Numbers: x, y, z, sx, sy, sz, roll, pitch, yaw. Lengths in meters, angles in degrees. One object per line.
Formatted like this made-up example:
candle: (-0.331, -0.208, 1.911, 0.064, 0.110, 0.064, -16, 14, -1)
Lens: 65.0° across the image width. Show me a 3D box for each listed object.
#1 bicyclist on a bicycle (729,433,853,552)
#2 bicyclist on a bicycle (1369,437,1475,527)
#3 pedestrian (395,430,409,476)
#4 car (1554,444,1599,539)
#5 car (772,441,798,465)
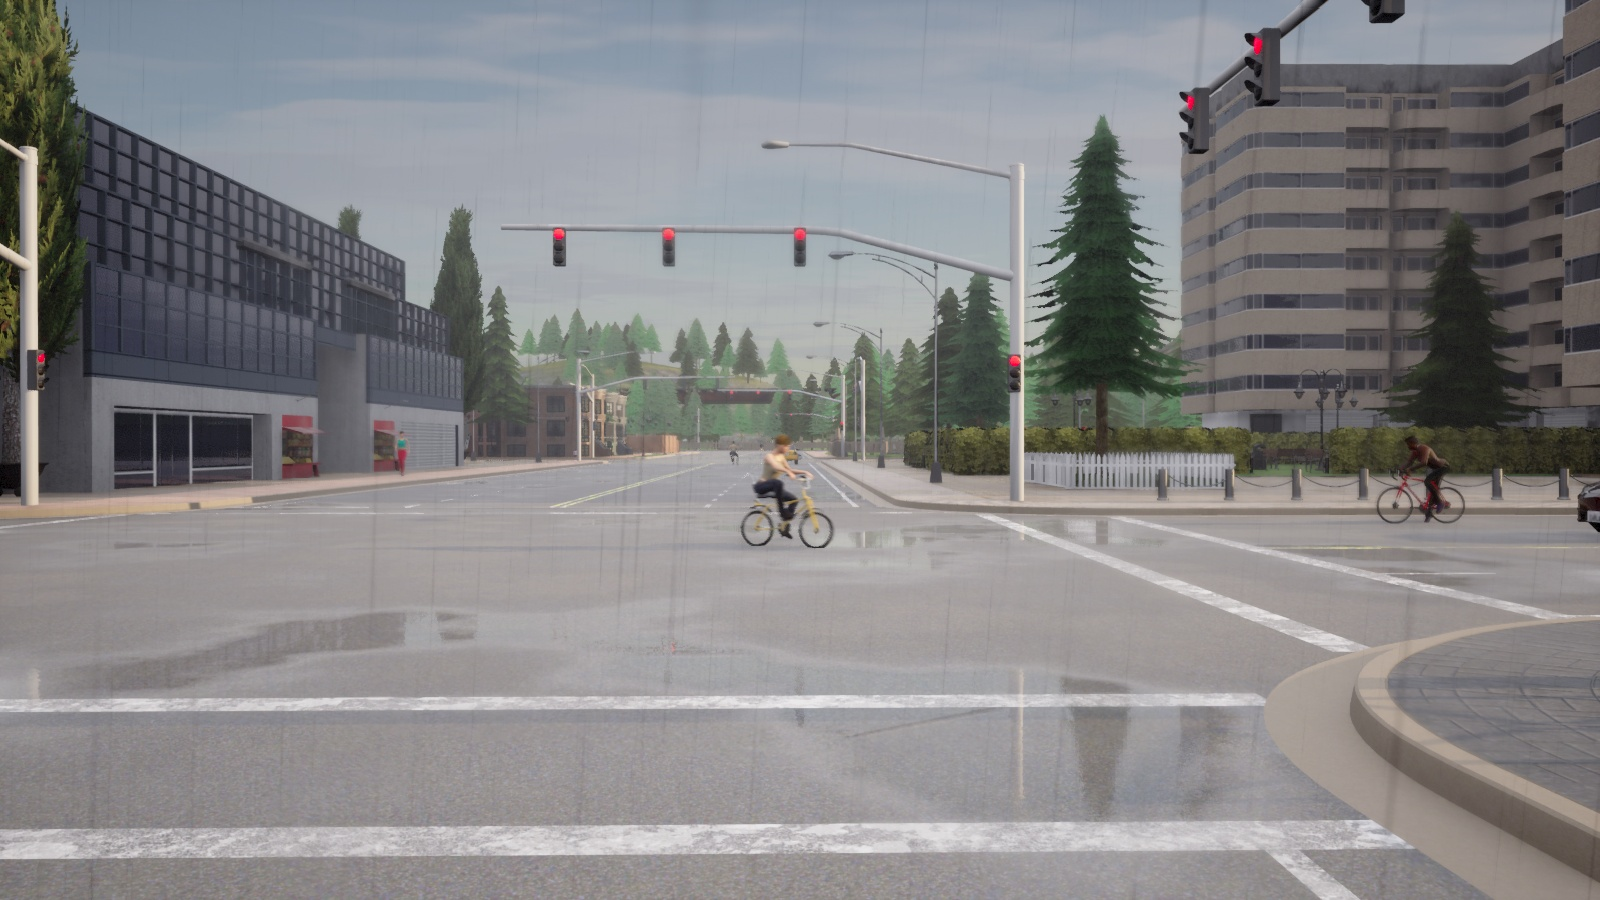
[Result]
bicyclist on a bicycle: (-0.126, 0.583, 17.737, 1.509, 1.612, 0.866, 0, -1, 28)
bicyclist on a bicycle: (11.414, 0.578, 23.080, 1.656, 1.620, 0.582, 0, 0, -1)
pedestrian: (-16.038, 0.106, 50.611, 0.345, 1.836, 0.594, 0, 0, -1)
car: (14.827, 0.647, 19.625, 4.792, 1.488, 2.163, 0, 0, -1)
car: (-1.048, 0.189, 87.747, 1.801, 1.575, 5.366, 0, 0, -1)
